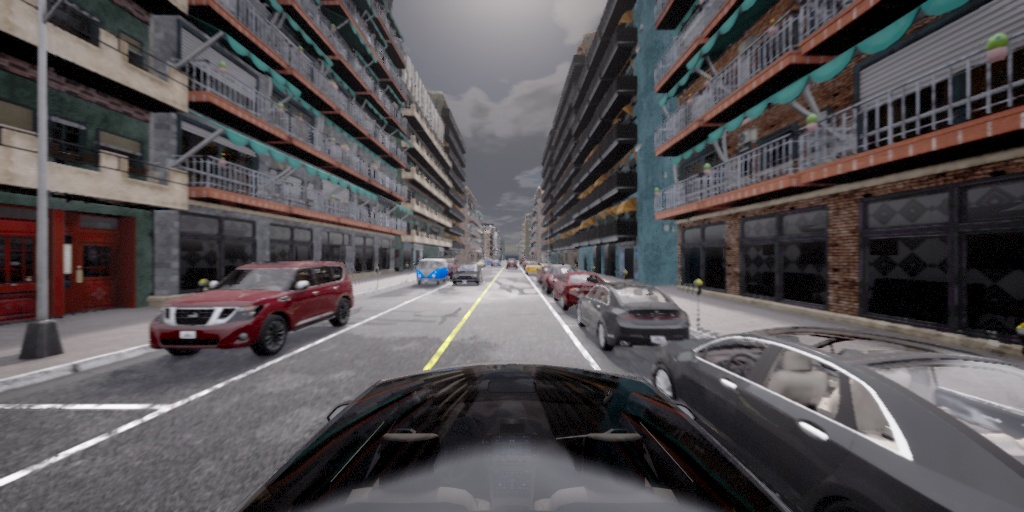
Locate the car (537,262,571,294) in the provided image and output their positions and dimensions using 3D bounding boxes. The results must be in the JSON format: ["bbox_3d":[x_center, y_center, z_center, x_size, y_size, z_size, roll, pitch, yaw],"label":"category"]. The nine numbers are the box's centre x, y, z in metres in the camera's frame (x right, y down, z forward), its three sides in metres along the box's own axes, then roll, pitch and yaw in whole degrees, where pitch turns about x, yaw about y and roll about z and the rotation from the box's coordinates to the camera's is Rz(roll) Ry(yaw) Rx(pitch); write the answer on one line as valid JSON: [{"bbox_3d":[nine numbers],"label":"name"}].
[{"bbox_3d":[2.690,1.191,20.110,1.967,1.591,4.097,0,0,0],"label":"car"}]

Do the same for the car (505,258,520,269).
[{"bbox_3d":[-0.002,1.340,57.127,1.812,1.442,4.674,0,0,0],"label":"car"}]

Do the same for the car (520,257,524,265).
[{"bbox_3d":[2.687,1.365,59.745,1.888,1.381,4.507,0,0,0],"label":"car"}]

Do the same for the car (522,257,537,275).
[{"bbox_3d":[2.348,1.232,38.911,1.801,1.575,5.366,0,0,0],"label":"car"}]

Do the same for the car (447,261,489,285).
[{"bbox_3d":[-3.100,1.301,26.168,2.033,1.411,5.357,0,0,0],"label":"car"}]

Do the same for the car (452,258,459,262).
[{"bbox_3d":[-5.692,1.076,31.454,2.192,1.841,5.009,0,0,0],"label":"car"}]

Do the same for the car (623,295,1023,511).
[{"bbox_3d":[2.690,1.301,3.125,2.007,1.370,4.403,0,0,0],"label":"car"}]

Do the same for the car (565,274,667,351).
[{"bbox_3d":[2.690,1.300,8.788,2.007,1.370,4.403,0,0,0],"label":"car"}]

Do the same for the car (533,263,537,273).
[{"bbox_3d":[2.689,1.335,25.773,1.802,1.307,4.207,0,0,0],"label":"car"}]

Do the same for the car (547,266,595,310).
[{"bbox_3d":[2.690,1.294,14.450,1.888,1.381,4.507,0,0,0],"label":"car"}]

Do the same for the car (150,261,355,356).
[{"bbox_3d":[-5.690,1.064,8.808,2.192,1.841,5.009,0,0,0],"label":"car"}]

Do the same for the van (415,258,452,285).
[{"bbox_3d":[-5.691,1.094,25.795,1.690,1.789,3.998,0,0,0],"label":"van"}]
